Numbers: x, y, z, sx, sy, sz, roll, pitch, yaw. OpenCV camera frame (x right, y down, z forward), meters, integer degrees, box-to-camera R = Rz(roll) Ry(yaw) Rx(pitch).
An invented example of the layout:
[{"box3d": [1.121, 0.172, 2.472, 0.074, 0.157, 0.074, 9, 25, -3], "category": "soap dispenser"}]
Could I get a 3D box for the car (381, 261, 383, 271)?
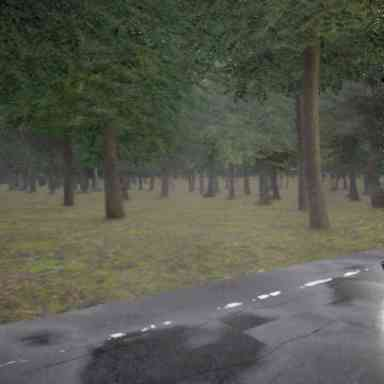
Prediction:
[{"box3d": [7.428, 1.530, 9.280, 5.357, 1.411, 2.033, 0, 0, -35], "category": "car"}]
